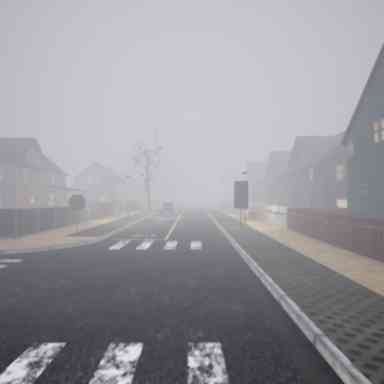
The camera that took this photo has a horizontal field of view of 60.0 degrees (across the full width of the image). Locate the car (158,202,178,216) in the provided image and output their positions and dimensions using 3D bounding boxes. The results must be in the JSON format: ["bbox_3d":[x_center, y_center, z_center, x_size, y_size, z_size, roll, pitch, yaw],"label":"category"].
[{"bbox_3d":[-2.739,1.940,38.702,1.837,1.490,4.892,0,-1,0],"label":"car"}]
